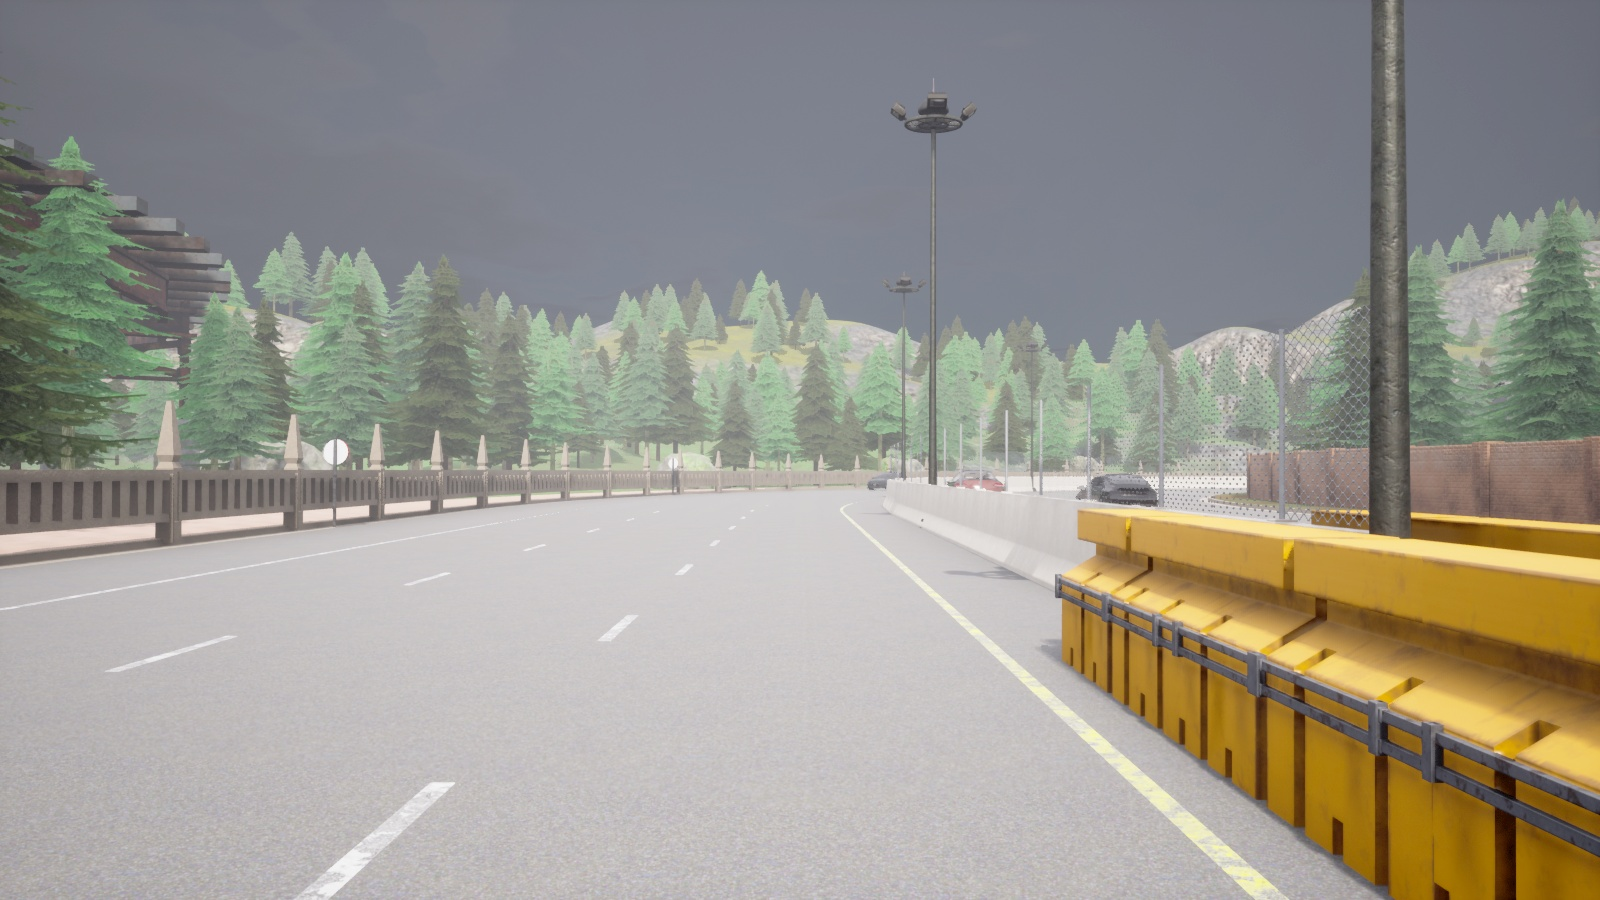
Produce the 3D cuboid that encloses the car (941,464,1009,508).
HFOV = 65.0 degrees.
[{"bbox_3d":[6.955,1.411,50.478,2.152,1.651,5.027,0,-1,2],"label":"car"}]

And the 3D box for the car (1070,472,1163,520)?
[{"bbox_3d":[10.386,1.474,41.569,1.837,1.490,4.892,0,-1,0],"label":"car"}]
